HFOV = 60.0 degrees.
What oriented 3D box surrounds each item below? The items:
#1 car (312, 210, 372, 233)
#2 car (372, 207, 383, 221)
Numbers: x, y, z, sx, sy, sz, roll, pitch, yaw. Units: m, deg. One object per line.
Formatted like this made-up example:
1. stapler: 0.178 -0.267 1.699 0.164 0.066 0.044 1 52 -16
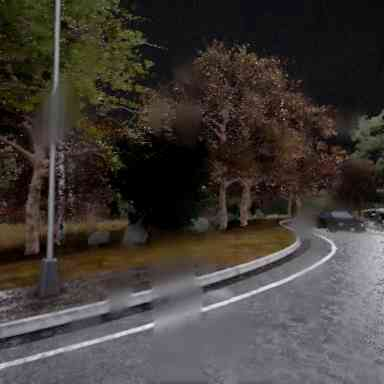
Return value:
1. car: 10.203 2.030 23.593 2.033 1.411 5.357 1 -1 2
2. car: 22.359 2.511 38.480 5.008 1.535 1.882 2 -2 -13
